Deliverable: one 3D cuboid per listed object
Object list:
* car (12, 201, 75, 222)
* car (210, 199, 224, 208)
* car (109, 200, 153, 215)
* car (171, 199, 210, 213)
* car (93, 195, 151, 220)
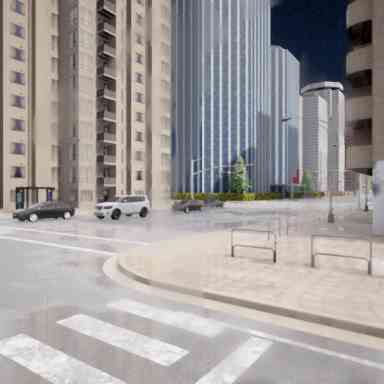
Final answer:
[{"bbox_3d":[-11.862,1.548,26.917,1.837,1.490,4.892,0,0,36],"label":"car"},{"bbox_3d":[2.917,1.654,48.012,1.994,1.385,4.181,0,0,35],"label":"car"},{"bbox_3d":[-6.288,1.569,34.884,1.812,1.442,4.674,0,0,35],"label":"car"},{"bbox_3d":[-0.388,1.550,37.241,1.837,1.490,4.892,0,0,35],"label":"car"},{"bbox_3d":[-6.006,1.267,29.174,2.150,2.045,5.566,0,0,35],"label":"car"}]
